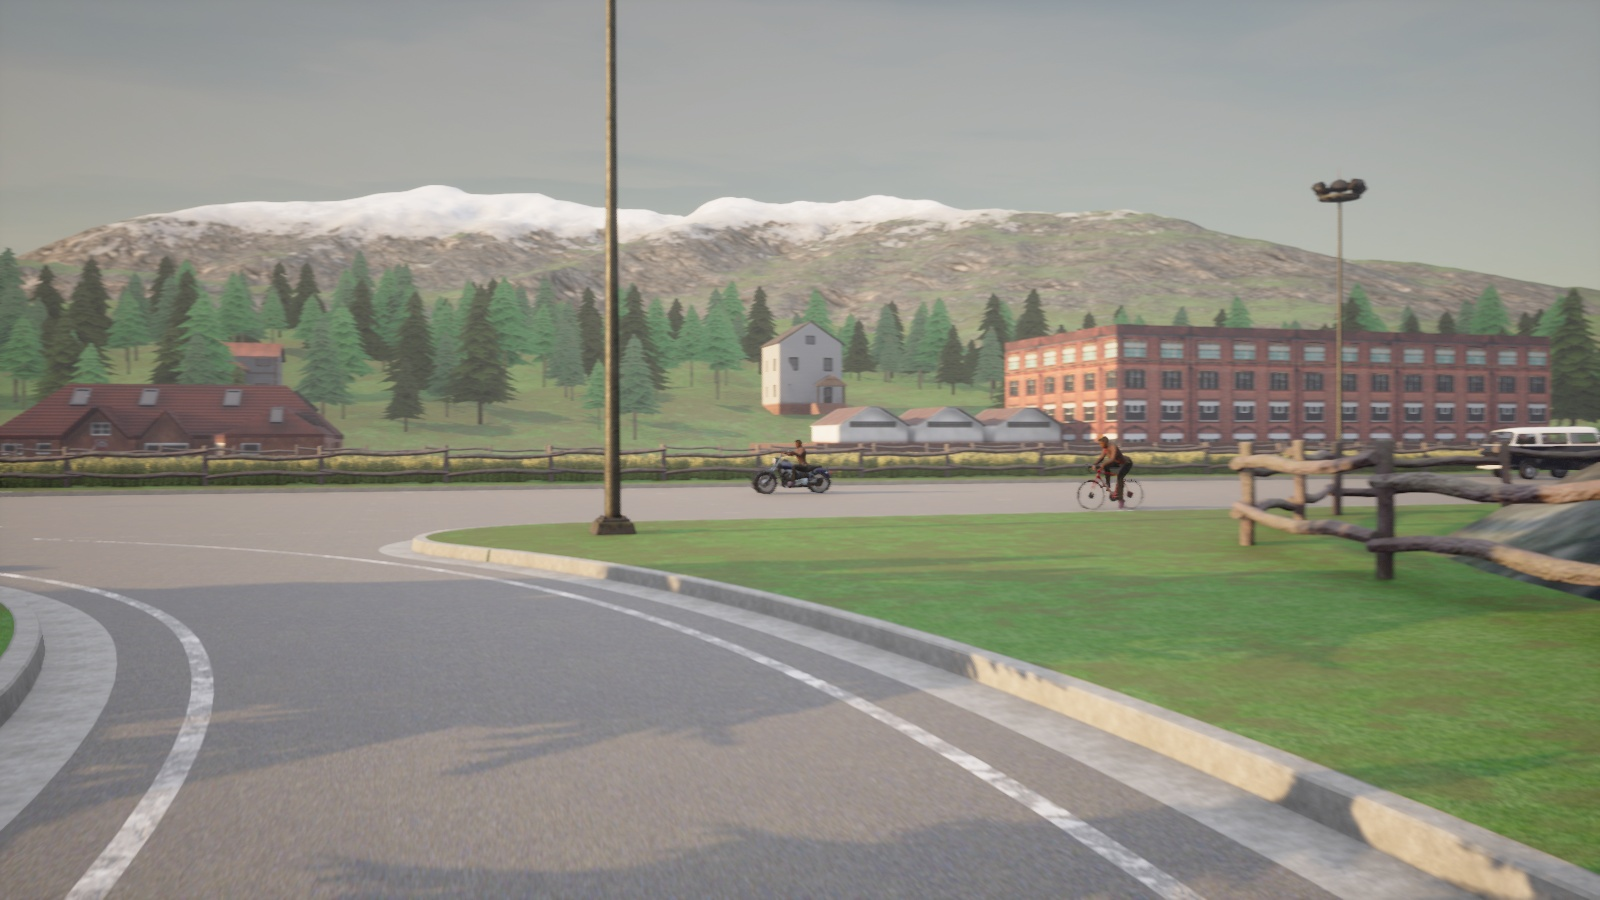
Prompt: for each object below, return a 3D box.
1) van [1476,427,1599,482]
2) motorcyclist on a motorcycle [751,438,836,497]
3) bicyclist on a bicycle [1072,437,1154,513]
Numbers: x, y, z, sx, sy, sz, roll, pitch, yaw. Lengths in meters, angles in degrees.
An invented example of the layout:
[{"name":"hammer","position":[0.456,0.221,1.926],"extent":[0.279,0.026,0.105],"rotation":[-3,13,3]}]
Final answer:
[{"name":"van","position":[28.779,0.165,48.333],"extent":[4.480,2.038,2.069],"rotation":[0,0,-7]},{"name":"motorcyclist on a motorcycle","position":[-0.187,0.492,36.254],"extent":[2.350,1.649,0.766],"rotation":[0,0,-17]},{"name":"bicyclist on a bicycle","position":[6.831,0.537,27.405],"extent":[1.656,1.620,0.582],"rotation":[0,0,-17]}]
